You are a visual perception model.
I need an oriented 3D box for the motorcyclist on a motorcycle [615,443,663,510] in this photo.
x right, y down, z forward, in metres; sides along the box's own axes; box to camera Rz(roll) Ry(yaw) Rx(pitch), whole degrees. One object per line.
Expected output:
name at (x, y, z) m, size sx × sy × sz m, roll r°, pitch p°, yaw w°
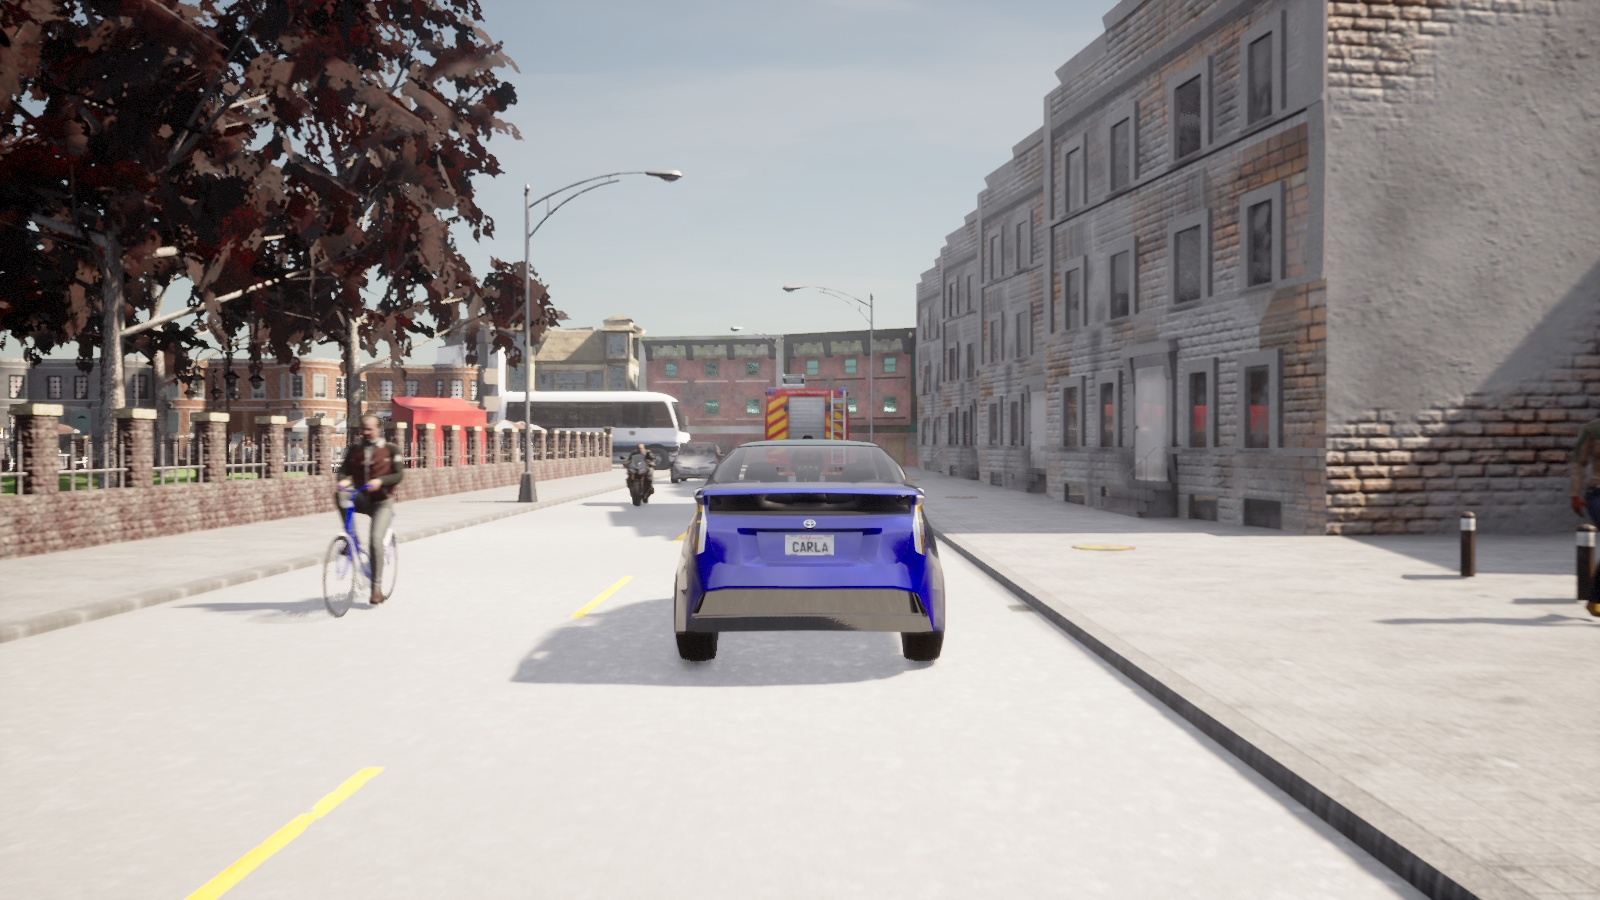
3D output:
motorcyclist on a motorcycle at (-3.833, 0.609, 30.077) m, size 0.866 × 1.530 × 2.191 m, roll 0°, pitch 0°, yaw 0°

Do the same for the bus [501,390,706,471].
bus at (-10.421, -1.018, 67.547) m, size 10.273 × 4.253 × 3.944 m, roll 0°, pitch 0°, yaw 2°

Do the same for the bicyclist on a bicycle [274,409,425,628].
bicyclist on a bicycle at (-3.922, 0.551, 11.088) m, size 0.659 × 1.776 × 1.843 m, roll 0°, pitch 0°, yaw 0°

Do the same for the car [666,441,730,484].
car at (-3.758, 0.425, 47.053) m, size 2.007 × 1.525 × 4.514 m, roll 0°, pitch 0°, yaw 0°

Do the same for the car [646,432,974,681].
car at (0.072, 0.637, 9.956) m, size 2.007 × 1.525 × 4.514 m, roll 0°, pitch 0°, yaw 0°

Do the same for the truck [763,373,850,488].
truck at (0.238, -0.679, 46.383) m, size 2.891 × 3.827 × 8.468 m, roll 0°, pitch 0°, yaw 0°

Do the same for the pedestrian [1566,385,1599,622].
pedestrian at (6.271, 0.408, 9.644) m, size 0.328 × 1.805 × 0.869 m, roll 0°, pitch 0°, yaw 7°
